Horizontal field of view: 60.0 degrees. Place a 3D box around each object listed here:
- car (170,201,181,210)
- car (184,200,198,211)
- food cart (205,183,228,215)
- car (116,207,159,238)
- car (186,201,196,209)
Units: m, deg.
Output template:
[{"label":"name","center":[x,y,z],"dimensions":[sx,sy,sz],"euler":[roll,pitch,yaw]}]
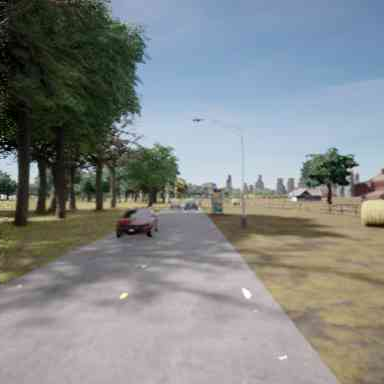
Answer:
[{"label":"car","center":[-2.972,2.417,60.492],"dimensions":[1.812,1.442,4.674],"euler":[-1,-1,1]},{"label":"car","center":[-0.141,2.074,53.806],"dimensions":[2.097,1.767,4.553],"euler":[-1,-1,0]},{"label":"food cart","center":[2.910,0.871,40.017],"dimensions":[2.280,3.560,4.660],"euler":[-2,-2,0]},{"label":"car","center":[-3.004,1.656,19.000],"dimensions":[1.882,1.535,5.008],"euler":[-1,-1,0]},{"label":"car","center":[-0.186,2.481,66.555],"dimensions":[1.837,1.490,4.892],"euler":[-1,-1,0]}]
